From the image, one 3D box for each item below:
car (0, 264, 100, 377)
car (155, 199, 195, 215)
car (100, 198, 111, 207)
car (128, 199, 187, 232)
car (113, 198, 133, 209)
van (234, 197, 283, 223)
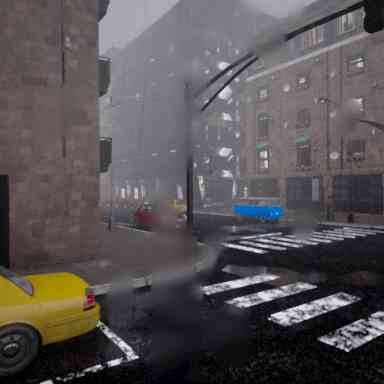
[{"bbox_3d":[-3.624,1.526,3.980,4.829,1.417,1.752,0,0,-36],"label":"car"},{"bbox_3d":[-1.877,1.441,34.188,1.752,1.417,4.829,-1,0,-36],"label":"car"},{"bbox_3d":[-11.755,1.454,47.795,1.887,1.381,4.507,-1,0,-36],"label":"car"},{"bbox_3d":[-1.918,1.436,19.979,1.967,1.590,4.097,0,0,-36],"label":"car"},{"bbox_3d":[-8.429,1.455,43.213,1.887,1.381,4.507,-1,0,-36],"label":"car"},{"bbox_3d":[4.875,1.272,24.887,1.690,1.788,3.998,0,0,-36],"label":"van"}]
